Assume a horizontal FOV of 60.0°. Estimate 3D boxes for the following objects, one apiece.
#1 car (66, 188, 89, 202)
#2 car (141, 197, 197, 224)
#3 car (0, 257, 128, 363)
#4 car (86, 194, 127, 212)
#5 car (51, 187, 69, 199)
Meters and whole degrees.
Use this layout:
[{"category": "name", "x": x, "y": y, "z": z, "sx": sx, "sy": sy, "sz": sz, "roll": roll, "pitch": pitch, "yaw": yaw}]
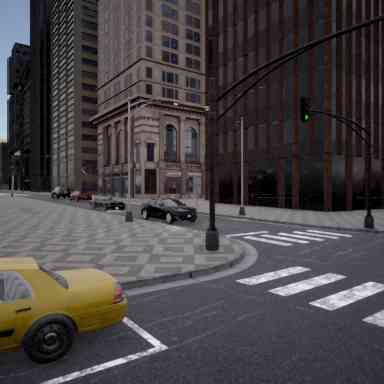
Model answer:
[{"category": "car", "x": -15.965, "y": 0.575, "z": 47.490, "sx": 1.882, "sy": 1.535, "sz": 5.008, "roll": 0, "pitch": 1, "yaw": -35}, {"category": "car", "x": -1.618, "y": 1.128, "z": 22.020, "sx": 1.882, "sy": 1.535, "sz": 5.008, "roll": 0, "pitch": 1, "yaw": -36}, {"category": "car", "x": -3.283, "y": 1.525, "z": 4.308, "sx": 4.829, "sy": 1.417, "sz": 1.752, "roll": 0, "pitch": 0, "yaw": -35}, {"category": "car", "x": -7.757, "y": 1.047, "z": 30.603, "sx": 1.895, "sy": 1.301, "sz": 4.718, "roll": 0, "pitch": 1, "yaw": -36}, {"category": "car", "x": -21.926, "y": 0.132, "z": 55.751, "sx": 2.150, "sy": 2.045, "sz": 5.566, "roll": 0, "pitch": 1, "yaw": -36}]
